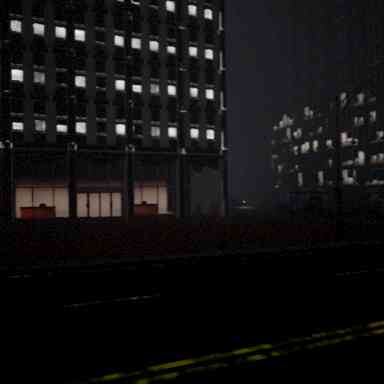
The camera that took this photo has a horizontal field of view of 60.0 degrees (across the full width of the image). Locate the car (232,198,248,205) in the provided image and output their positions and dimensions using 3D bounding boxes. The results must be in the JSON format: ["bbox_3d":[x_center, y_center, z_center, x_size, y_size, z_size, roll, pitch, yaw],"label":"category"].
[{"bbox_3d":[10.707,2.077,74.099,1.802,1.307,4.206,0,0,-21],"label":"car"}]

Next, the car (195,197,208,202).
[{"bbox_3d":[2.698,2.180,95.376,2.008,1.369,4.403,0,0,-21],"label":"car"}]

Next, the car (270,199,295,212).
[{"bbox_3d":[12.825,1.992,44.532,1.947,1.339,4.313,0,0,-21],"label":"car"}]

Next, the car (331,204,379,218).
[{"bbox_3d":[16.758,1.921,33.865,1.947,1.339,4.313,0,0,-21],"label":"car"}]

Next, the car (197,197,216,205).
[{"bbox_3d":[2.864,2.152,71.147,2.008,1.369,4.403,0,0,-21],"label":"car"}]

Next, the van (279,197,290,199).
[{"bbox_3d":[16.712,1.733,58.142,1.690,1.788,3.998,0,0,-21],"label":"van"}]

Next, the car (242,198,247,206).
[{"bbox_3d":[8.399,1.865,64.039,2.097,1.767,4.553,-1,0,-21],"label":"car"}]

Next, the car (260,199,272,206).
[{"bbox_3d":[14.711,2.009,63.460,1.802,1.307,4.206,0,0,-21],"label":"car"}]

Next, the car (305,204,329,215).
[{"bbox_3d":[14.772,1.973,39.193,1.802,1.307,4.206,0,0,-21],"label":"car"}]

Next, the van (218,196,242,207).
[{"bbox_3d":[6.868,1.874,60.509,1.690,1.788,3.998,0,0,-21],"label":"van"}]
